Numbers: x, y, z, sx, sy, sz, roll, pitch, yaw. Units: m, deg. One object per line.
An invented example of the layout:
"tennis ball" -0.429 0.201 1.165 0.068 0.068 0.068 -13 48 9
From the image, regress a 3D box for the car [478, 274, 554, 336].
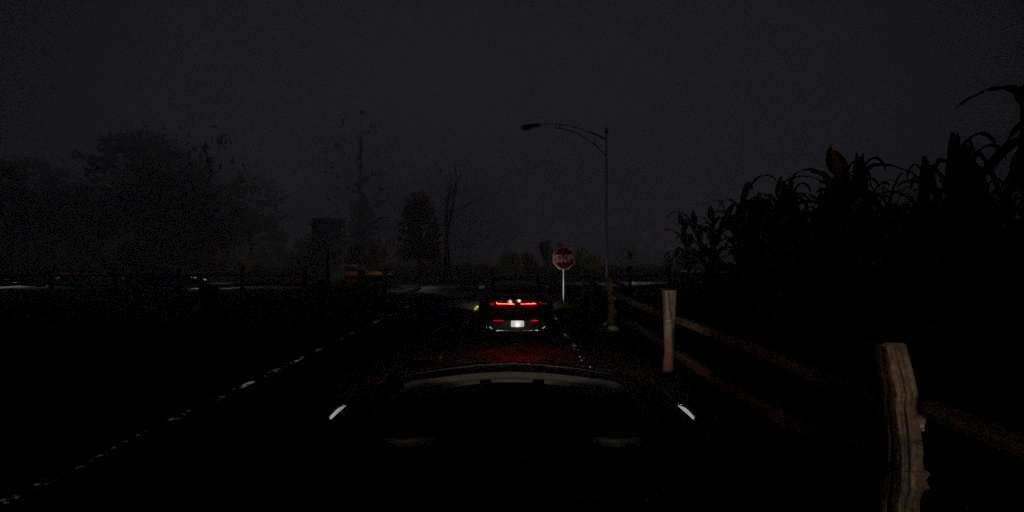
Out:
"car" 0.071 1.255 10.366 1.837 1.490 4.892 0 0 -1

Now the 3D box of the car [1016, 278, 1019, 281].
"car" 36.483 1.131 25.550 5.008 1.535 1.882 0 0 1

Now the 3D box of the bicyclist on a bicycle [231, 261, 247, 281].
"bicyclist on a bicycle" -22.402 1.240 29.442 0.582 1.620 1.656 0 0 1

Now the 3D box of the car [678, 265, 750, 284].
"car" 14.629 1.317 25.876 4.718 1.301 1.895 0 0 1

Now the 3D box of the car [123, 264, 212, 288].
"car" -22.474 1.287 23.470 4.892 1.490 1.837 0 0 1

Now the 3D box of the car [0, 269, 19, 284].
"car" -36.401 1.299 23.683 4.892 1.490 1.837 0 0 1

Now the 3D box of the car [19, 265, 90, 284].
"car" -34.764 1.343 26.599 5.357 1.411 2.033 0 0 1

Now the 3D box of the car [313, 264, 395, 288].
"car" -9.971 1.240 22.737 5.008 1.535 1.882 0 0 9
